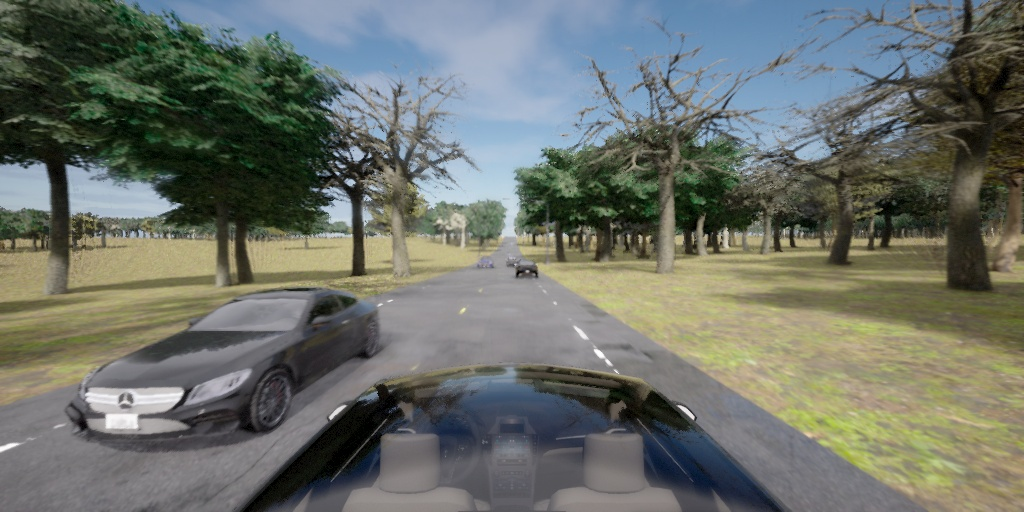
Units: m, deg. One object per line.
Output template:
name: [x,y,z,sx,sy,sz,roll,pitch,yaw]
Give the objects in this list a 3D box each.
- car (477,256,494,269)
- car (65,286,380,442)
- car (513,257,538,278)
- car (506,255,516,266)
car: [-3.521,0.768,48.335,2.097,1.767,4.553,0,1,1]
car: [-3.593,1.254,5.635,1.812,1.442,4.674,0,0,0]
car: [1.243,1.078,31.391,1.882,1.535,5.008,0,0,0]
car: [0.071,0.793,55.086,2.128,1.511,4.902,0,1,1]
